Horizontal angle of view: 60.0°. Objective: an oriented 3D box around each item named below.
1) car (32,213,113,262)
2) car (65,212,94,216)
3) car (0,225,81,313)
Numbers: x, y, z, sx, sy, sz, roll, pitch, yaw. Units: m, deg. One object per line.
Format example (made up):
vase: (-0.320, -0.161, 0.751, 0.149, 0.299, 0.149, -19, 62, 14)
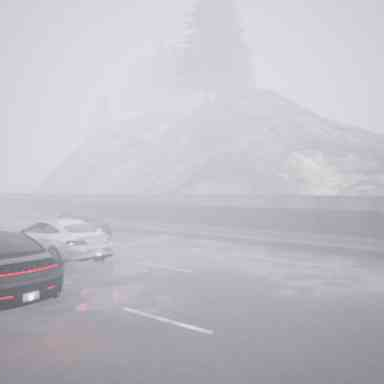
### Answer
car: (-4.658, 1.631, 11.437, 4.674, 1.442, 1.812, 0, -1, 37)
car: (-5.967, 1.728, 16.888, 4.181, 1.385, 1.994, 0, -1, 38)
car: (-4.744, 1.550, 7.168, 4.892, 1.490, 1.837, 0, -1, 36)
